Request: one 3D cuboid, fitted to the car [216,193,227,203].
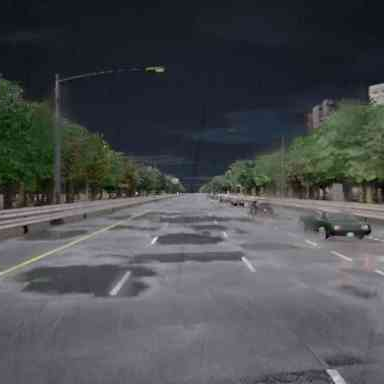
[{"bbox_3d":[7.035,1.550,71.473,2.128,1.511,4.902,0,0,0],"label":"car"}]

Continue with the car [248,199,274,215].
[{"bbox_3d":[7.009,1.508,34.075,1.837,1.490,4.892,0,0,0],"label":"car"}]

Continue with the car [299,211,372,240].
[{"bbox_3d":[7.005,1.601,16.928,1.895,1.301,4.718,0,0,0],"label":"car"}]

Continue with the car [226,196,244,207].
[{"bbox_3d":[7.014,1.607,52.517,1.895,1.301,4.718,0,0,0],"label":"car"}]
